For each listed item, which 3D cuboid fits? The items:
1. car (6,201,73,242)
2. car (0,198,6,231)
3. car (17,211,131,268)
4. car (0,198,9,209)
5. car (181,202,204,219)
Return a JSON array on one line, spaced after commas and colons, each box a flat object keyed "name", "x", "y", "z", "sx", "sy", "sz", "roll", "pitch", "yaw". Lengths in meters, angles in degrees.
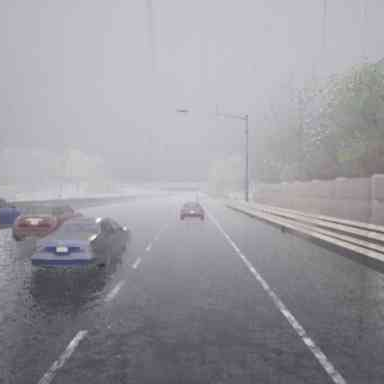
[{"name": "car", "x": -6.886, "y": 1.361, "z": 16.645, "sx": 2.097, "sy": 1.767, "sz": 4.553, "roll": 0, "pitch": 0, "yaw": 0}, {"name": "car", "x": -10.387, "y": 1.231, "z": 16.572, "sx": 2.150, "sy": 2.045, "sz": 5.566, "roll": 0, "pitch": 0, "yaw": 0}, {"name": "car", "x": -3.391, "y": 1.552, "z": 11.199, "sx": 2.033, "sy": 1.411, "sz": 5.357, "roll": 0, "pitch": 0, "yaw": 0}, {"name": "car", "x": -27.964, "y": 1.571, "z": 46.297, "sx": 2.128, "sy": 1.511, "sz": 4.902, "roll": 0, "pitch": 0, "yaw": 0}, {"name": "car", "x": 0.022, "y": 1.590, "z": 29.389, "sx": 1.994, "sy": 1.385, "sz": 4.181, "roll": 0, "pitch": 0, "yaw": 0}]
